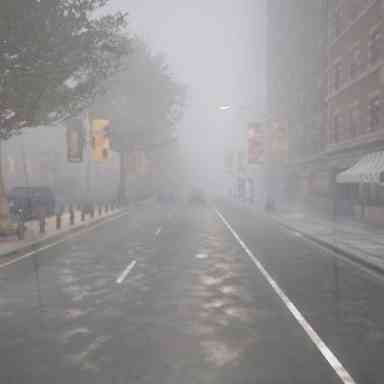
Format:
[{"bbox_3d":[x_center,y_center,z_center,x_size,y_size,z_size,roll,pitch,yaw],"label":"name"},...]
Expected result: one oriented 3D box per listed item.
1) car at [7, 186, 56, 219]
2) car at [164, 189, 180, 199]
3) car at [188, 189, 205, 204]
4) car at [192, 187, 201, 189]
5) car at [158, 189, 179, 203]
[{"bbox_3d":[-11.343,0.630,22.825,2.150,2.045,5.566,0,1,1],"label":"car"},{"bbox_3d":[-2.953,0.277,49.647,2.033,1.411,5.357,0,1,1],"label":"car"},{"bbox_3d":[0.510,0.635,37.751,1.895,1.301,4.718,0,1,1],"label":"car"},{"bbox_3d":[0.625,0.122,48.146,2.097,1.767,4.553,0,2,1],"label":"car"},{"bbox_3d":[-2.977,0.457,39.839,1.882,1.535,5.008,0,1,1],"label":"car"}]
